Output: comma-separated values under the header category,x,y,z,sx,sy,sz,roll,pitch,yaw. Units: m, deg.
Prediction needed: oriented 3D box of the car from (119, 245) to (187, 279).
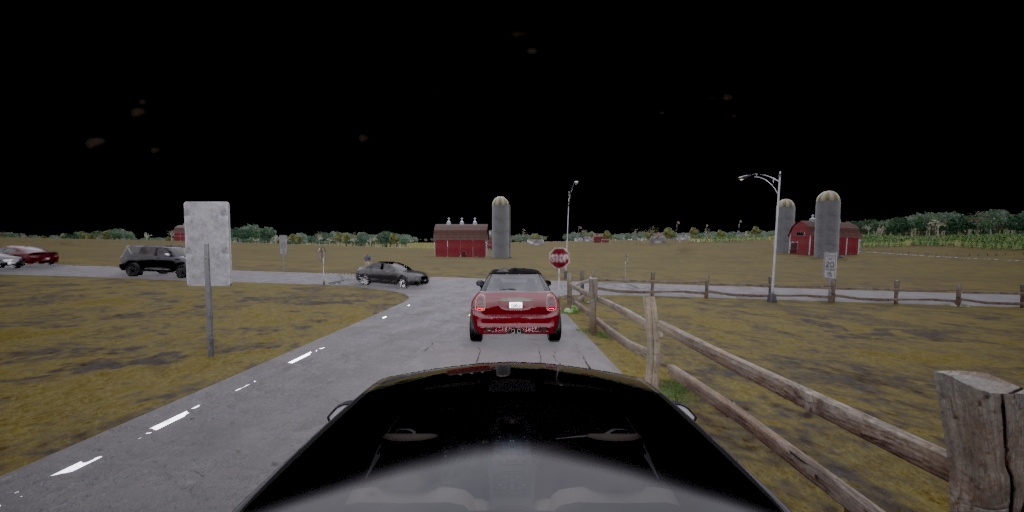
category,x,y,z,sx,sy,sz,roll,pitch,yaw
car,-22.724,0.324,23.936,5.566,2.045,2.150,2,3,1

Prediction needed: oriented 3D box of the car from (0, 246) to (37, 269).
category,x,y,z,sx,sy,sz,roll,pitch,yaw
car,-35.852,0.159,23.985,4.902,1.511,2.128,2,3,0

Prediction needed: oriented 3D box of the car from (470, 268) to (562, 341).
category,x,y,z,sx,sy,sz,roll,pitch,yaw
car,0.056,1.096,9.999,2.097,1.767,4.553,0,0,-1

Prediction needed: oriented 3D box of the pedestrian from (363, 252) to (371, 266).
category,x,y,z,sx,sy,sz,roll,pitch,yaw
pedestrian,-12.074,0.530,29.864,0.375,1.860,0.375,0,1,0

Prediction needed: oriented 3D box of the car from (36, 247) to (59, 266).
category,x,y,z,sx,sy,sz,roll,pitch,yaw
car,-37.310,-0.041,26.928,5.008,1.535,1.882,2,3,0

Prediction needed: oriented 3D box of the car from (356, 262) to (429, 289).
category,x,y,z,sx,sy,sz,roll,pitch,yaw
car,-7.558,1.157,22.723,4.892,1.490,1.837,2,1,20
